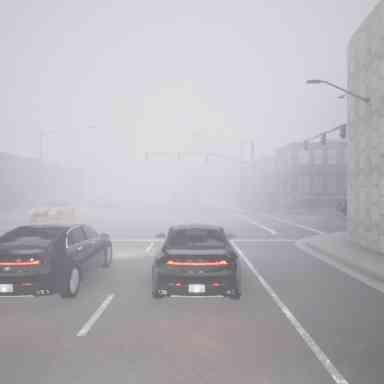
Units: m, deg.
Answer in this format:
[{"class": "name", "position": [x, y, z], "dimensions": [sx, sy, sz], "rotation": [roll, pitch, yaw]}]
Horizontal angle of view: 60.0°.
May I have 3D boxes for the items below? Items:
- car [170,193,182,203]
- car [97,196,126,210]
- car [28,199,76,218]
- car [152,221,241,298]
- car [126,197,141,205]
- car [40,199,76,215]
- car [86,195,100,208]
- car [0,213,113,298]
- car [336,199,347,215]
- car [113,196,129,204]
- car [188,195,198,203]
[{"class": "car", "position": [-3.294, 1.221, 68.245], "dimensions": [2.150, 2.045, 5.566], "rotation": [0, 0, 0]}, {"class": "car", "position": [-10.504, 1.546, 43.601], "dimensions": [2.033, 1.411, 5.357], "rotation": [0, 0, -2]}, {"class": "car", "position": [-10.524, 1.352, 25.335], "dimensions": [2.097, 1.767, 4.553], "rotation": [0, 0, 0]}, {"class": "car", "position": [0.104, 1.505, 8.467], "dimensions": [1.837, 1.490, 4.892], "rotation": [0, 0, 0]}, {"class": "car", "position": [-10.392, 1.547, 59.512], "dimensions": [2.033, 1.411, 5.357], "rotation": [0, 0, 1]}, {"class": "car", "position": [-13.996, 1.505, 35.113], "dimensions": [1.837, 1.490, 4.892], "rotation": [0, 0, 0]}, {"class": "car", "position": [-13.952, 1.351, 48.700], "dimensions": [2.097, 1.767, 4.553], "rotation": [0, 0, 0]}, {"class": "car", "position": [-3.396, 1.505, 8.483], "dimensions": [1.837, 1.490, 4.892], "rotation": [0, 0, 0]}, {"class": "car", "position": [14.904, 0.764, 27.510], "dimensions": [5.566, 2.045, 2.150], "rotation": [-5, 0, 0]}, {"class": "car", "position": [-13.830, 1.492, 65.085], "dimensions": [2.128, 1.511, 4.902], "rotation": [0, 0, 1]}, {"class": "car", "position": [0.206, 1.352, 68.179], "dimensions": [2.097, 1.767, 4.553], "rotation": [0, 0, 0]}]
